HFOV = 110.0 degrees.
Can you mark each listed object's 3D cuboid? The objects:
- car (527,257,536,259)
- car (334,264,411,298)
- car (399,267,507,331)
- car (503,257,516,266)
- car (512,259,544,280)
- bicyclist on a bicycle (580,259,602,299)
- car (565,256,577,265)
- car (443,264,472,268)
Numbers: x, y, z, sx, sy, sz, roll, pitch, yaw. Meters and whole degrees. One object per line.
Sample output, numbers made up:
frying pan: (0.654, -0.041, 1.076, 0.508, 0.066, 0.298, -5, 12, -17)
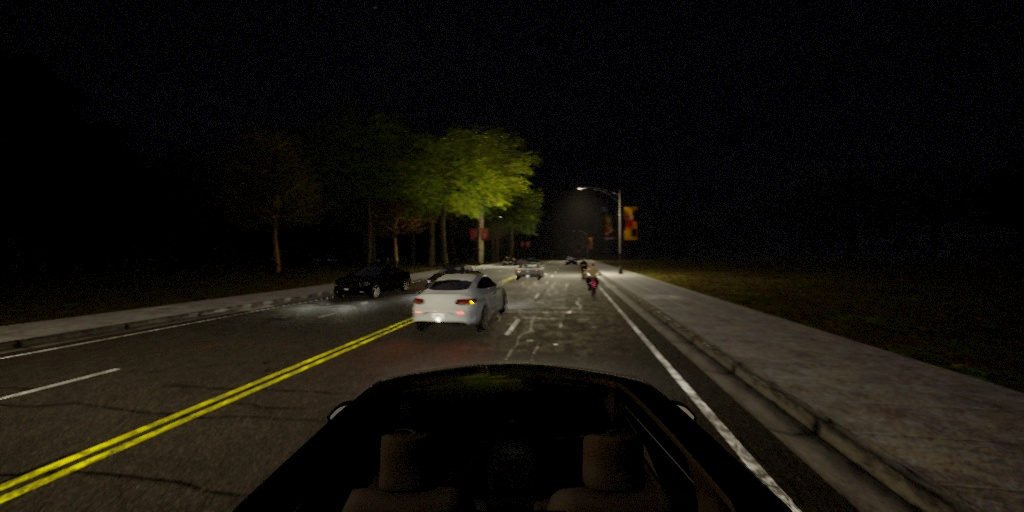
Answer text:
car: (3.318, 0.907, 60.912, 1.994, 1.385, 4.181, -1, 0, 10)
car: (-6.936, 1.188, 18.331, 1.882, 1.535, 5.008, -1, 0, 9)
car: (-1.377, 1.229, 10.764, 1.812, 1.442, 4.674, -1, 0, 9)
car: (-0.310, 0.896, 58.925, 1.837, 1.490, 4.892, -1, 0, 10)
car: (1.505, 1.159, 28.538, 1.895, 1.301, 4.718, -1, 0, 9)
bicyclist on a bicycle: (3.580, 1.056, 15.943, 0.866, 1.612, 1.509, -1, 0, 9)
car: (9.805, 0.889, 59.301, 1.895, 1.301, 4.718, -1, 0, 9)
car: (-3.222, 1.203, 20.928, 2.033, 1.411, 5.357, -1, 0, 9)
